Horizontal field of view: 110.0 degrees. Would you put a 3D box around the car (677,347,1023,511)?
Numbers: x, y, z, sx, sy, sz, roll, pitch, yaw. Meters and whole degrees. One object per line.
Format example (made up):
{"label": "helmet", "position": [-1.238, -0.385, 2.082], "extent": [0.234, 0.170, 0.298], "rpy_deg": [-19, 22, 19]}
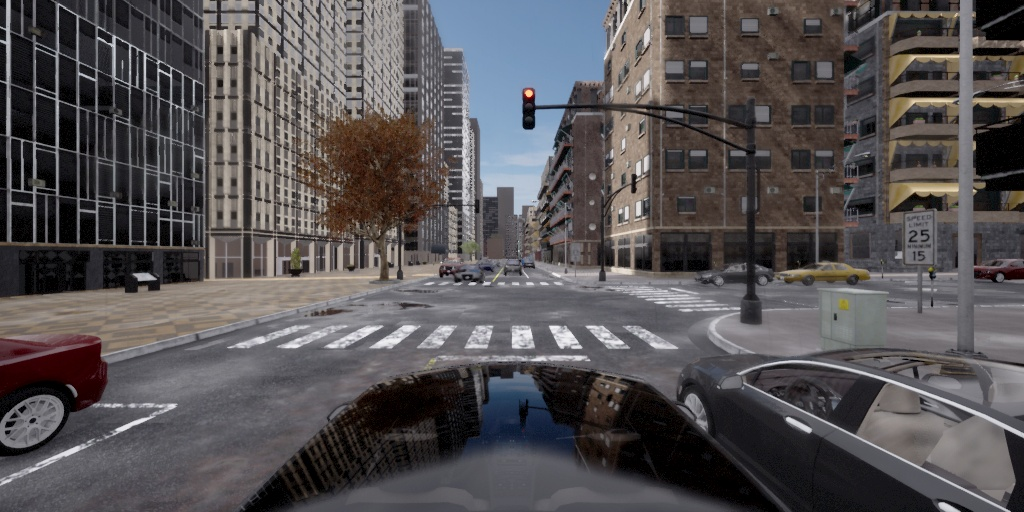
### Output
{"label": "car", "position": [2.689, 1.300, 2.346], "extent": [2.007, 1.370, 4.403], "rpy_deg": [0, 0, 0]}

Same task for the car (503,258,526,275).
{"label": "car", "position": [0.107, 1.260, 39.583], "extent": [2.128, 1.511, 4.902], "rpy_deg": [0, 0, 0]}

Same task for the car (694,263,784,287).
{"label": "car", "position": [13.438, 1.095, 21.760], "extent": [4.403, 1.370, 2.007], "rpy_deg": [0, 0, -1]}

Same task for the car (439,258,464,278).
{"label": "car", "position": [-5.687, 1.079, 34.734], "extent": [2.192, 1.841, 5.009], "rpy_deg": [0, 0, 0]}

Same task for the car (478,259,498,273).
{"label": "car", "position": [-3.090, 1.372, 42.996], "extent": [1.895, 1.301, 4.718], "rpy_deg": [0, 0, 0]}

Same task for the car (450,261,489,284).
{"label": "car", "position": [-3.097, 1.322, 26.859], "extent": [1.994, 1.385, 4.181], "rpy_deg": [0, 0, 0]}

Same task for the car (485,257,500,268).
{"label": "car", "position": [-3.054, 1.282, 61.165], "extent": [2.128, 1.511, 4.902], "rpy_deg": [0, 0, 0]}

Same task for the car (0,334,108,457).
{"label": "car", "position": [-5.691, 1.295, 2.347], "extent": [1.888, 1.381, 4.507], "rpy_deg": [0, 0, 0]}

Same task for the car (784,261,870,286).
{"label": "car", "position": [18.835, 0.993, 21.814], "extent": [4.829, 1.417, 1.751], "rpy_deg": [0, 0, -1]}

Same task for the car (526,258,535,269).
{"label": "car", "position": [2.697, 1.349, 56.824], "extent": [1.948, 1.339, 4.313], "rpy_deg": [0, 0, 0]}

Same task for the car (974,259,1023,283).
{"label": "car", "position": [30.139, 0.859, 21.928], "extent": [4.507, 1.381, 1.888], "rpy_deg": [0, 0, -1]}
